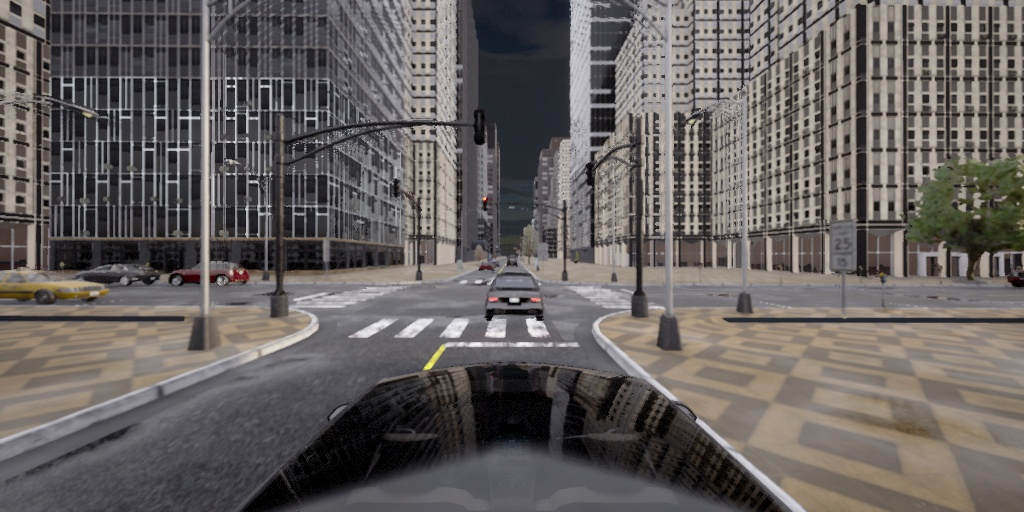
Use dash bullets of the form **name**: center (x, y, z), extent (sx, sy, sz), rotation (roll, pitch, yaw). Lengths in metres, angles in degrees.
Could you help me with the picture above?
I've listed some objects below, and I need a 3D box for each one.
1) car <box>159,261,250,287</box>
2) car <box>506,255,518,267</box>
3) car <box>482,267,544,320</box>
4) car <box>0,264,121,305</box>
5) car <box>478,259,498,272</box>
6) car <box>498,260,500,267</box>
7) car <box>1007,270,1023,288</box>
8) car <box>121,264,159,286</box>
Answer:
- **car**: center (-19.209, 1.086, 22.757), extent (4.097, 1.591, 1.967), rotation (0, 0, -1)
- **car**: center (0.004, 1.145, 64.552), extent (1.882, 1.535, 5.008), rotation (0, 0, 0)
- **car**: center (0.080, 1.276, 12.520), extent (2.033, 1.411, 5.357), rotation (0, 0, 0)
- **car**: center (-18.898, 1.150, 14.121), extent (4.829, 1.417, 1.751), rotation (0, 0, -1)
- **car**: center (-3.089, 1.296, 44.402), extent (1.895, 1.301, 4.718), rotation (0, 0, 0)
- **car**: center (-3.035, 1.219, 61.356), extent (2.033, 1.411, 5.357), rotation (0, 0, 1)
- **car**: center (35.972, 1.218, 23.525), extent (5.009, 1.841, 2.192), rotation (0, 0, -1)
- **car**: center (-24.885, 1.163, 22.634), extent (4.403, 1.370, 2.007), rotation (0, 0, -1)
